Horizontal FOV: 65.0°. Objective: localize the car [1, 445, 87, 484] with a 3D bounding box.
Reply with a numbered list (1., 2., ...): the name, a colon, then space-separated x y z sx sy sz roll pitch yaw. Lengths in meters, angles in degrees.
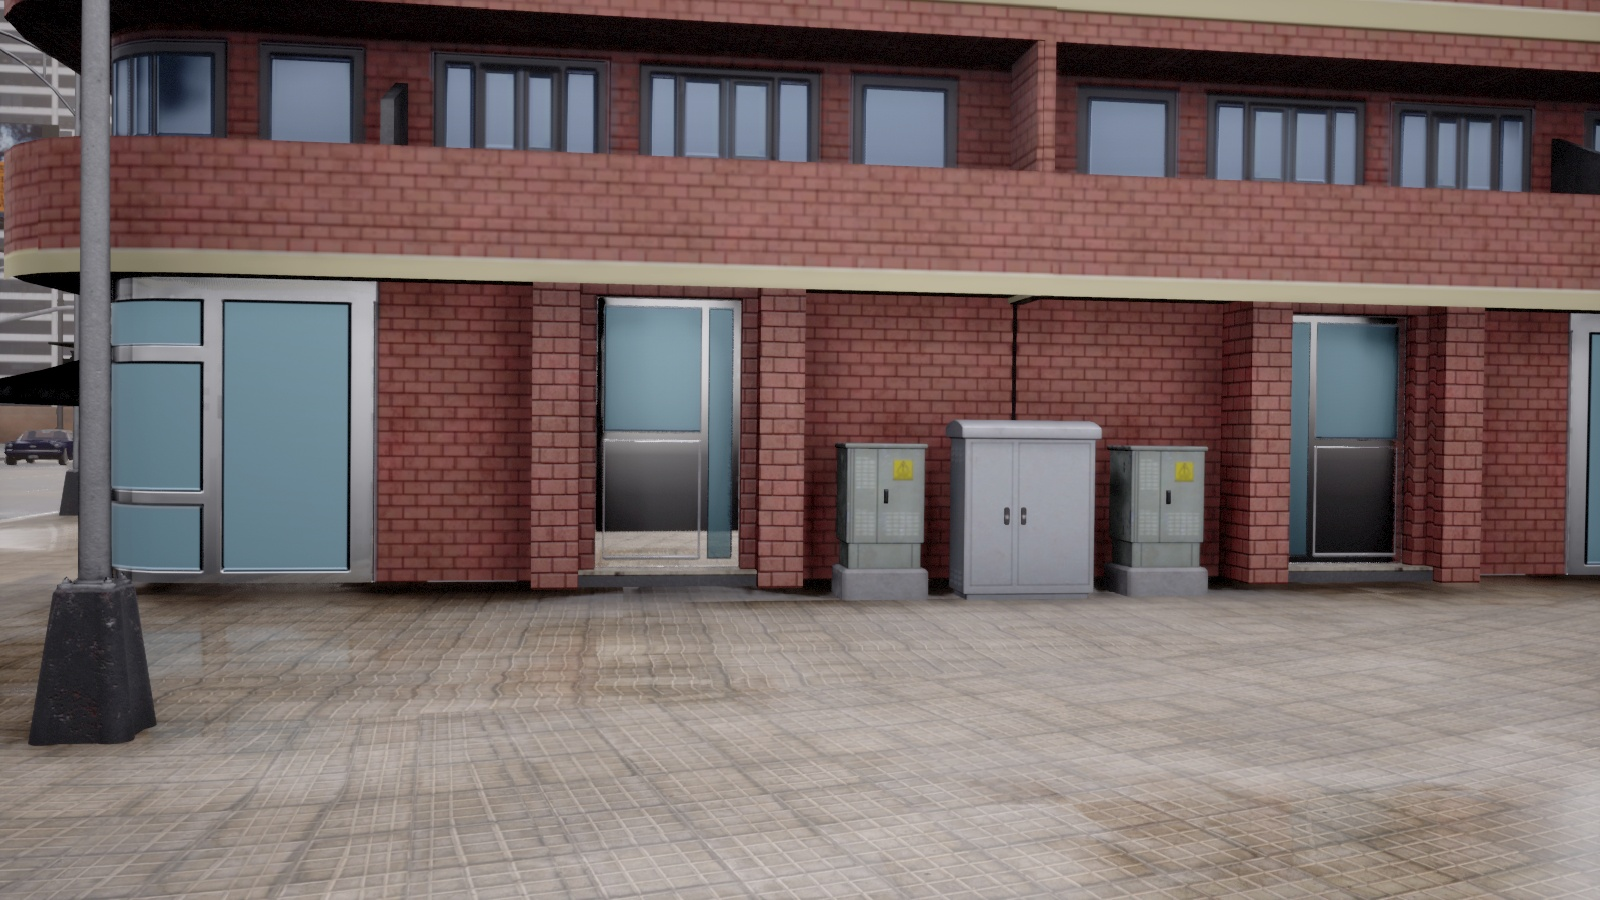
1. car: -28.048 0.497 46.729 1.895 1.301 4.718 -1 1 -20
